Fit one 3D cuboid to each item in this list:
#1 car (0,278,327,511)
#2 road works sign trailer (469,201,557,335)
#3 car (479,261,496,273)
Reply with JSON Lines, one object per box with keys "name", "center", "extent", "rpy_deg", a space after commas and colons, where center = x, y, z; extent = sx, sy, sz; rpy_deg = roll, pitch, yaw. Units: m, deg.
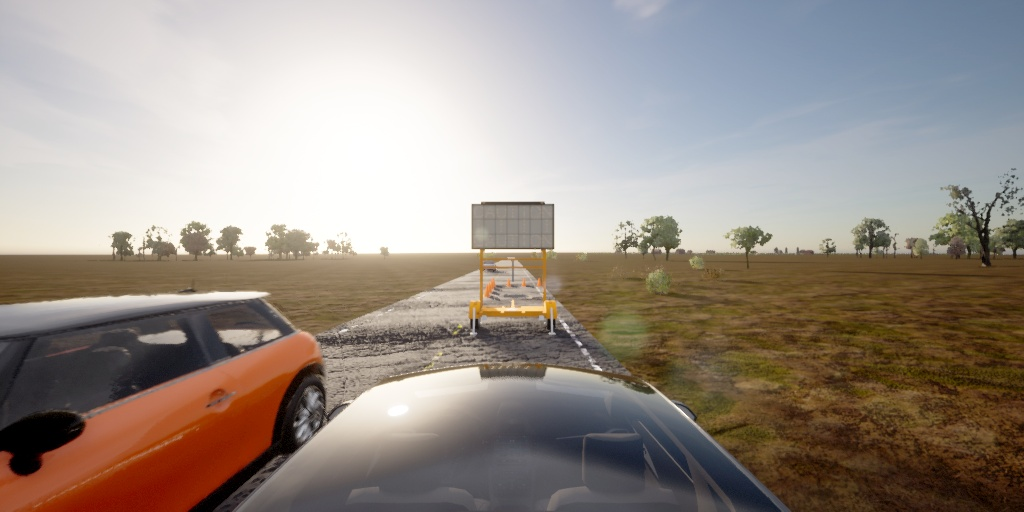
{"name": "car", "center": [-3.099, 1.102, 2.060], "extent": [2.097, 1.767, 4.553], "rpy_deg": [0, 0, 0]}
{"name": "road works sign trailer", "center": [0.026, 0.214, 10.518], "extent": [2.380, 3.560, 2.880], "rpy_deg": [0, 0, 0]}
{"name": "car", "center": [-2.982, 1.294, 44.602], "extent": [2.033, 1.411, 5.357], "rpy_deg": [0, 0, 0]}
